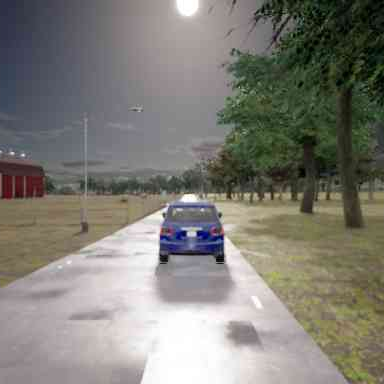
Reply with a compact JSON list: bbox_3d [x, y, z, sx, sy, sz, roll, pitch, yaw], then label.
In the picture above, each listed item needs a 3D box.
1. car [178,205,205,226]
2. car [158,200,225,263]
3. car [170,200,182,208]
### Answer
[{"bbox_3d":[-0.003,1.834,27.553,2.033,1.411,5.357,0,-1,0],"label":"car"},{"bbox_3d":[0.004,1.357,12.618,2.150,2.045,5.566,0,0,0],"label":"car"},{"bbox_3d":[-2.833,2.151,59.835,1.994,1.385,4.181,0,0,1],"label":"car"}]
